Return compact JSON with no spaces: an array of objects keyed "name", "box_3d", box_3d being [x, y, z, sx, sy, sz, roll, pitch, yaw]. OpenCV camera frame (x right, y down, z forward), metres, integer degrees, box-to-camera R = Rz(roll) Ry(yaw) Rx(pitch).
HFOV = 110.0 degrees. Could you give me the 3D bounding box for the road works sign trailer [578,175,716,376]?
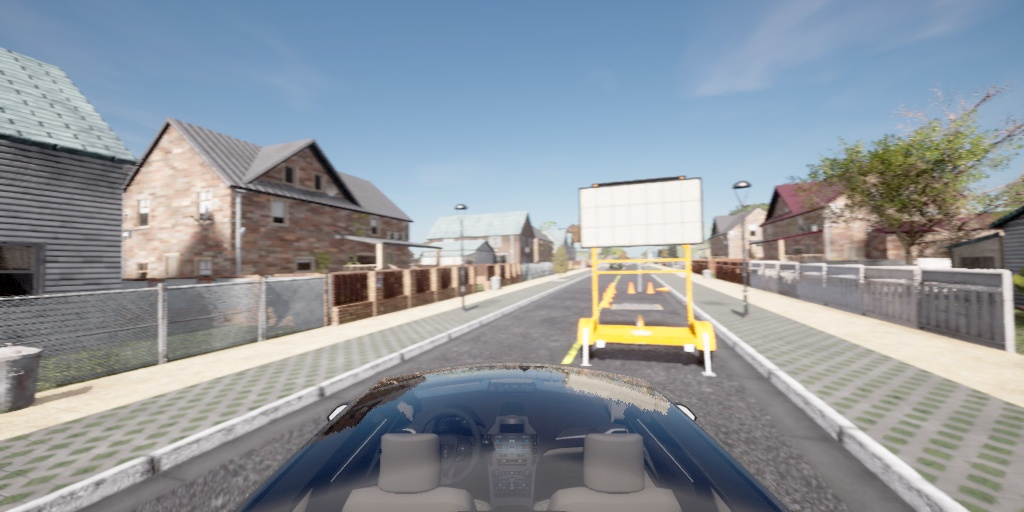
[{"name":"road works sign trailer","box_3d":[2.733,0.209,7.538,2.380,3.560,2.880,0,0,19]}]
